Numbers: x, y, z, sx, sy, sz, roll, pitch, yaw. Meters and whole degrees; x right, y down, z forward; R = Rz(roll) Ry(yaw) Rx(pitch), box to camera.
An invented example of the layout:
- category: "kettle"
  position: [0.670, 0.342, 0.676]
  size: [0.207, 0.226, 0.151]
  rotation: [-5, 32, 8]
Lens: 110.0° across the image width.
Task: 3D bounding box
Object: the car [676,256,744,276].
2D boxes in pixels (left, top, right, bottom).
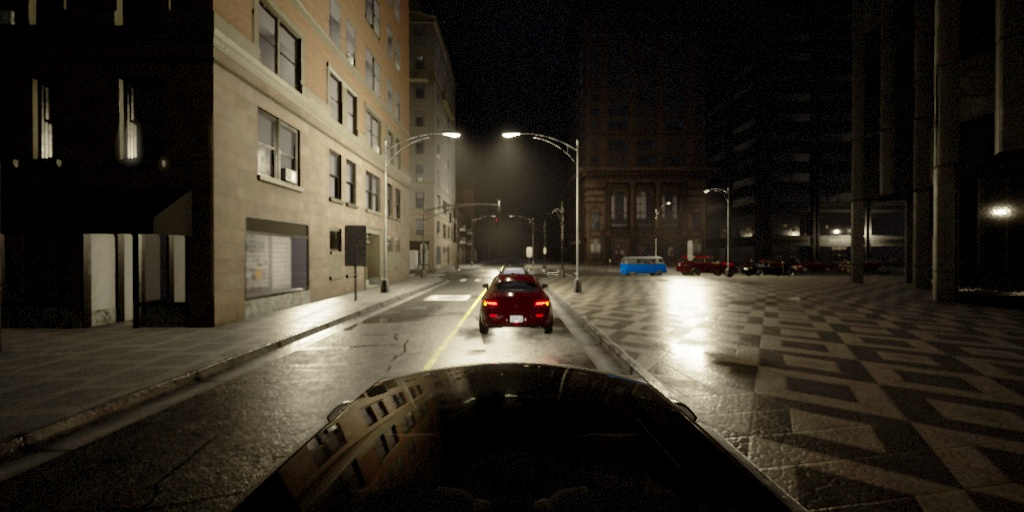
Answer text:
- category: "car"
  position: [17.397, 0.937, 32.208]
  size: [5.009, 1.841, 2.192]
  rotation: [0, 0, -1]

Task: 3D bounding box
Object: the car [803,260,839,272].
- category: "car"
  position: [34.218, 1.149, 40.975]
  size: [4.207, 1.307, 1.802]
  rotation: [0, 0, -1]

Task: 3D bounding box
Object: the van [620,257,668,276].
- category: "van"
  position: [11.756, 0.965, 32.127]
  size: [3.998, 1.789, 1.690]
  rotation: [0, 0, -1]

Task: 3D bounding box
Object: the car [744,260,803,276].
- category: "car"
  position: [23.036, 1.185, 32.288]
  size: [4.313, 1.339, 1.948]
  rotation: [0, 0, -1]

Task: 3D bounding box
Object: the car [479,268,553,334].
- category: "car"
  position: [0.099, 1.231, 10.316]
  size: [1.812, 1.442, 4.674]
  rotation: [0, 0, 0]

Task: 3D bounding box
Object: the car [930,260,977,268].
- category: "car"
  position: [39.954, 1.048, 32.531]
  size: [4.097, 1.591, 1.967]
  rotation: [0, 0, -1]

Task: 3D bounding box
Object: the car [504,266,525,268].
- category: "car"
  position: [0.118, 1.218, 20.188]
  size: [1.994, 1.385, 4.181]
  rotation: [0, 0, 0]

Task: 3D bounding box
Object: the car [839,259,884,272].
- category: "car"
  position: [39.857, 1.003, 41.056]
  size: [4.097, 1.591, 1.967]
  rotation: [0, 0, -1]
